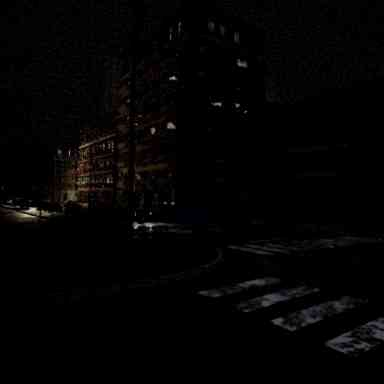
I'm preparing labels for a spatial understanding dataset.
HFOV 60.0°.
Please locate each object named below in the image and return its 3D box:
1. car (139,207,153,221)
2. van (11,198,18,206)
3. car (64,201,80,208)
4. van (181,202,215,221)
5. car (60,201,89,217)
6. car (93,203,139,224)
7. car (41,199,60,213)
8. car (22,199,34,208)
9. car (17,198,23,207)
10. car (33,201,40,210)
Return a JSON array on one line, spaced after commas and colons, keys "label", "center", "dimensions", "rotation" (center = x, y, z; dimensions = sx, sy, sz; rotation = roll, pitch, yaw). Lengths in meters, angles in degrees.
[{"label": "car", "center": [-5.445, 1.984, 30.651], "dimensions": [1.895, 1.301, 4.718], "rotation": [2, -2, -35]}, {"label": "van", "center": [-37.857, 2.178, 72.727], "dimensions": [1.690, 1.788, 3.998], "rotation": [1, -1, -35]}, {"label": "car", "center": [-24.668, 2.533, 68.388], "dimensions": [1.947, 1.339, 4.313], "rotation": [1, -1, -35]}, {"label": "van", "center": [0.542, 1.867, 31.992], "dimensions": [1.690, 1.788, 3.998], "rotation": [1, -1, -35]}, {"label": "car", "center": [-12.554, 1.913, 36.184], "dimensions": [1.752, 1.417, 4.829], "rotation": [1, -1, -35]}, {"label": "car", "center": [-6.349, 1.847, 27.222], "dimensions": [1.947, 1.339, 4.313], "rotation": [1, -1, -35]}, {"label": "car", "center": [-18.953, 2.065, 45.422], "dimensions": [1.947, 1.339, 4.313], "rotation": [1, -1, -35]}, {"label": "car", "center": [-28.407, 2.232, 59.073], "dimensions": [1.947, 1.339, 4.313], "rotation": [1, -1, -35]}, {"label": "car", "center": [-31.556, 2.163, 63.625], "dimensions": [1.967, 1.590, 4.097], "rotation": [1, -1, -35]}, {"label": "car", "center": [-22.104, 2.136, 49.972], "dimensions": [1.802, 1.307, 4.206], "rotation": [1, -1, -35]}]
